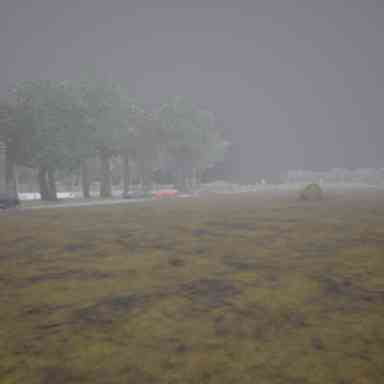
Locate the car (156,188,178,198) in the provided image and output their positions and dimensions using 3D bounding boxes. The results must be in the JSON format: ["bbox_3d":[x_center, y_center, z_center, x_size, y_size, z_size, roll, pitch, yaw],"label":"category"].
[{"bbox_3d":[-4.320,0.091,56.759,2.097,1.767,4.553,-1,1,36],"label":"car"}]

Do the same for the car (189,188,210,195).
[{"bbox_3d":[1.445,-0.105,64.978,2.033,1.411,5.357,-1,1,35],"label":"car"}]

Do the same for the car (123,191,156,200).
[{"bbox_3d":[-8.913,0.492,55.239,2.033,1.411,5.357,-1,1,36],"label":"car"}]

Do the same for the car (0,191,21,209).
[{"bbox_3d":[-22.015,0.930,36.793,2.150,2.045,5.566,-1,0,35],"label":"car"}]
